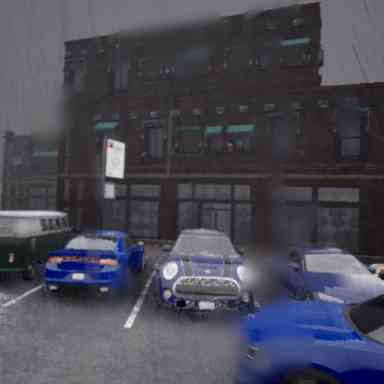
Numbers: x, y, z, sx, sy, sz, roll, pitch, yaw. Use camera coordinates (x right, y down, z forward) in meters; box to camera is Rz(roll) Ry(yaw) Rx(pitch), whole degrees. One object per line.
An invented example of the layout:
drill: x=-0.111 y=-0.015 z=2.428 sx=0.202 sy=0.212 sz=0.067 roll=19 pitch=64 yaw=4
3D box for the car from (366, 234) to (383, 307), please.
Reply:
car: x=5.941 y=1.945 z=6.919 sx=2.185 sy=1.767 sz=4.553 roll=2 pitch=-3 yaw=-1

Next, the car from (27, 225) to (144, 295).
car: x=-2.579 y=1.883 z=9.885 sx=2.097 sy=1.535 sz=5.008 roll=2 pitch=-4 yaw=-1

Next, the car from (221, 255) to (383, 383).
car: x=2.990 y=1.787 z=3.564 sx=5.008 sy=1.535 sz=1.882 roll=1 pitch=-3 yaw=19

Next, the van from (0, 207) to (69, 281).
van: x=-5.410 y=1.603 z=11.000 sx=1.878 sy=1.987 sz=4.442 roll=2 pitch=-4 yaw=-1

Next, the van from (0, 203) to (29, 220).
van: x=-24.063 y=2.466 z=43.525 sx=4.442 sy=1.987 sz=1.878 roll=3 pitch=-3 yaw=-2

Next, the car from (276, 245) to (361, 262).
car: x=3.103 y=2.050 z=7.926 sx=2.002 sy=1.452 sz=4.674 roll=3 pitch=-3 yaw=-1

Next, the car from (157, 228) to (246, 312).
car: x=0.277 y=1.823 z=8.949 sx=2.185 sy=1.767 sz=4.553 roll=3 pitch=-4 yaw=-1

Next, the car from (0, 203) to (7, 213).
car: x=-36.600 y=2.904 z=60.415 sx=4.553 sy=1.767 sz=2.185 roll=2 pitch=-3 yaw=-3
